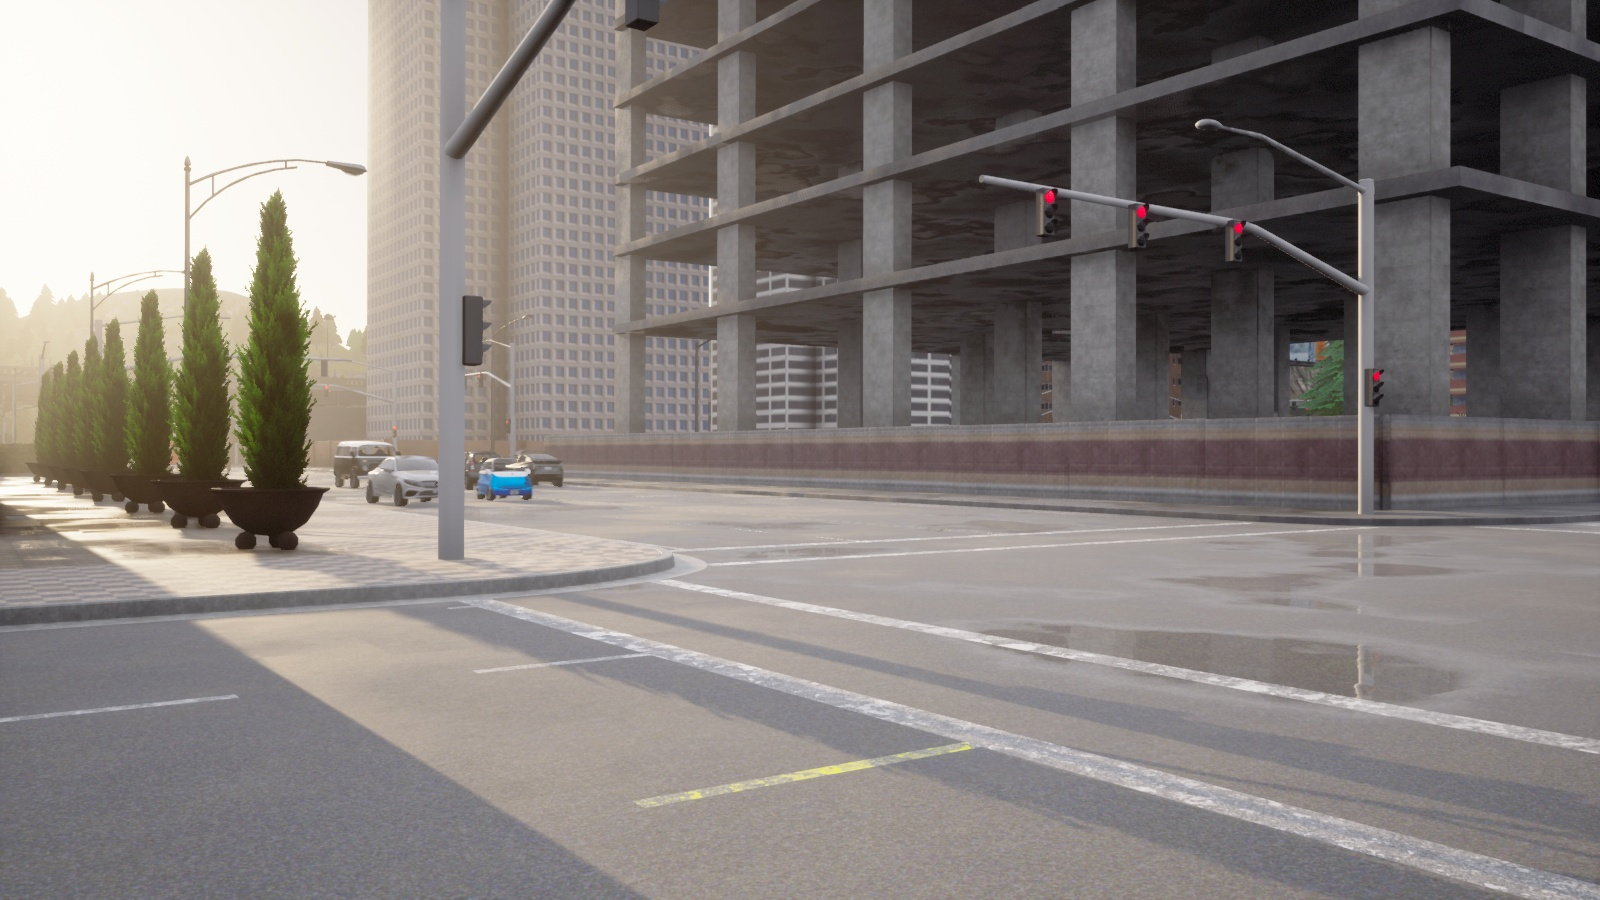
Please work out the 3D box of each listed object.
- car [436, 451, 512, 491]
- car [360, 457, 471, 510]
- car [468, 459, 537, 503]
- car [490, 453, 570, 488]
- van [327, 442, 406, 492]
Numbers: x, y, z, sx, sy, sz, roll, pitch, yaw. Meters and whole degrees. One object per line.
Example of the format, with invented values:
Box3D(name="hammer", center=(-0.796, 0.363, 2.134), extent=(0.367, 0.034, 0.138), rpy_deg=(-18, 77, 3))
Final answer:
Box3D(name="car", center=(-13.787, 0.857, 53.000), extent=(1.851, 1.617, 3.988), rpy_deg=(0, 0, -34))
Box3D(name="car", center=(-11.455, 0.941, 37.211), extent=(1.812, 1.442, 4.674), rpy_deg=(0, 0, -34))
Box3D(name="car", center=(-9.664, 0.975, 40.789), extent=(1.481, 1.376, 2.207), rpy_deg=(0, -1, -34))
Box3D(name="car", center=(-12.306, 0.913, 57.031), extent=(2.007, 1.525, 4.514), rpy_deg=(0, 0, -34))
Box3D(name="van", center=(-18.632, 0.695, 53.879), extent=(2.069, 2.038, 4.480), rpy_deg=(0, 0, -34))
